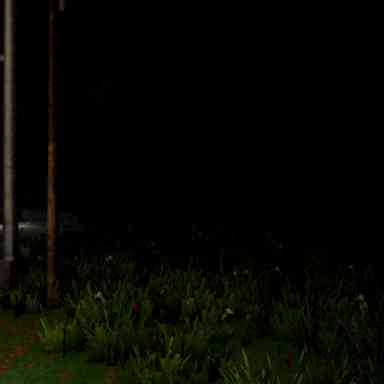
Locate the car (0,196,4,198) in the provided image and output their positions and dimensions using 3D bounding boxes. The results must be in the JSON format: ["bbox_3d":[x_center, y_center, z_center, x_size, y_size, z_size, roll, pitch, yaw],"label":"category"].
[{"bbox_3d":[-26.101,1.325,43.685,4.553,1.767,2.097,0,0,39],"label":"car"}]

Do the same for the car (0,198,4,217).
[{"bbox_3d":[-14.517,1.451,25.008,1.882,1.535,5.008,0,0,-27],"label":"car"}]
